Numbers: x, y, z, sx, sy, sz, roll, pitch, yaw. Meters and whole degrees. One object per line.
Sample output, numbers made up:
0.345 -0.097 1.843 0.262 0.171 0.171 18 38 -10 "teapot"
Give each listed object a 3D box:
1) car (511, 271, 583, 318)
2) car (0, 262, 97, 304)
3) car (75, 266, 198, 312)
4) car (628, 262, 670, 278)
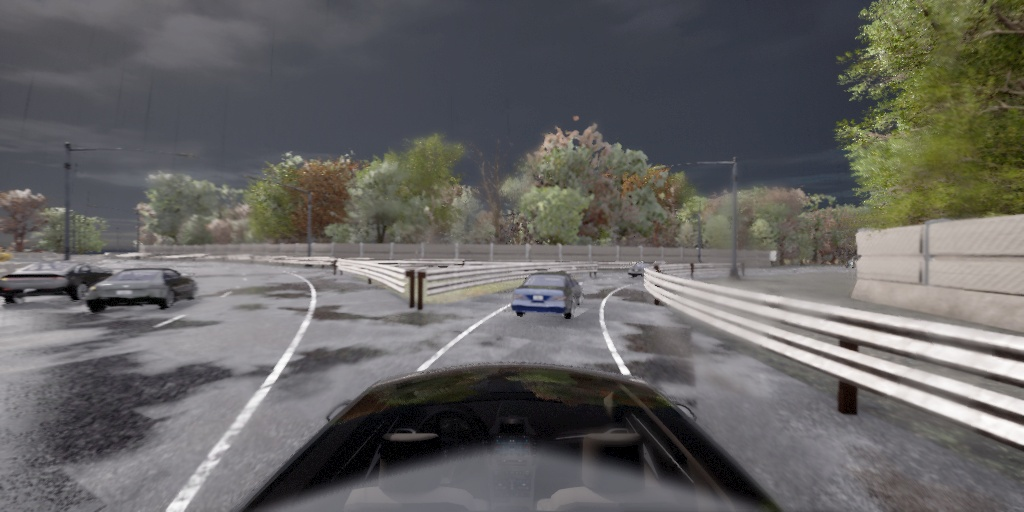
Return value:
1.427 1.256 12.848 2.033 1.411 5.357 1 0 15 "car"
-18.131 0.991 14.677 2.128 1.511 4.902 0 0 -30 "car"
-13.345 1.119 13.241 1.994 1.385 4.181 0 0 -28 "car"
12.362 1.270 32.147 5.357 1.411 2.033 0 0 -44 "car"
